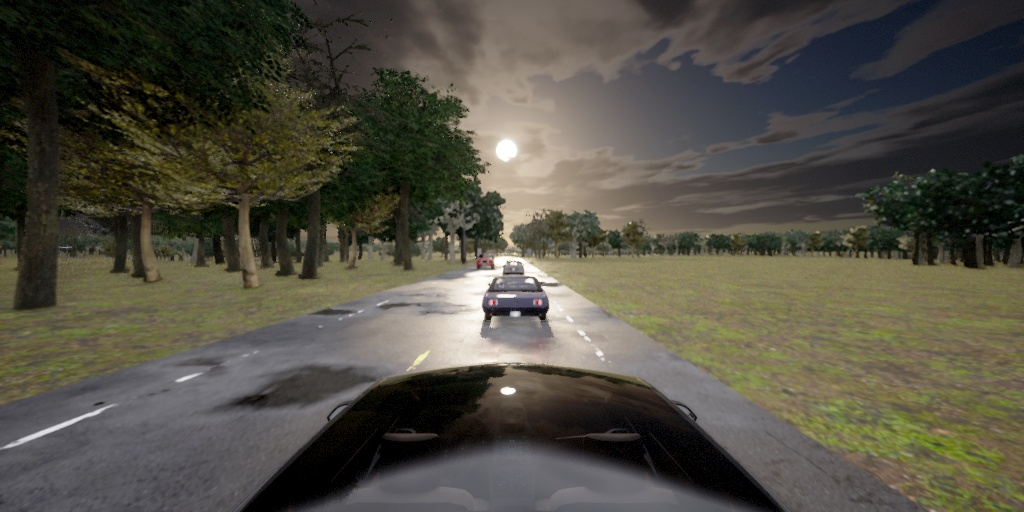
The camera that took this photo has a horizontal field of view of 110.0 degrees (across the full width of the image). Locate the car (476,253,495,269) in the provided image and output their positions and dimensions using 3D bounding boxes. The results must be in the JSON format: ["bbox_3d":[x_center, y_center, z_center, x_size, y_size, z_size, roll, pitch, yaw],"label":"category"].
[{"bbox_3d":[-3.457,0.642,47.762,2.150,2.045,5.566,0,0,0],"label":"car"}]

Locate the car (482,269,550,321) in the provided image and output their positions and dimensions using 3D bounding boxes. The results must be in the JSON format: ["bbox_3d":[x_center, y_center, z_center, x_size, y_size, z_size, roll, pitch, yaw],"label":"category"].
[{"bbox_3d":[0.104,1.277,12.001,1.895,1.301,4.718,0,0,0],"label":"car"}]

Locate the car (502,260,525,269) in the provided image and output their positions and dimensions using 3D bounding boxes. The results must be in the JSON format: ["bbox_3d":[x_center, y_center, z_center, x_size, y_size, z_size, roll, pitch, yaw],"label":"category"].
[{"bbox_3d":[0.125,1.087,31.148,2.033,1.411,5.357,0,0,0],"label":"car"}]
